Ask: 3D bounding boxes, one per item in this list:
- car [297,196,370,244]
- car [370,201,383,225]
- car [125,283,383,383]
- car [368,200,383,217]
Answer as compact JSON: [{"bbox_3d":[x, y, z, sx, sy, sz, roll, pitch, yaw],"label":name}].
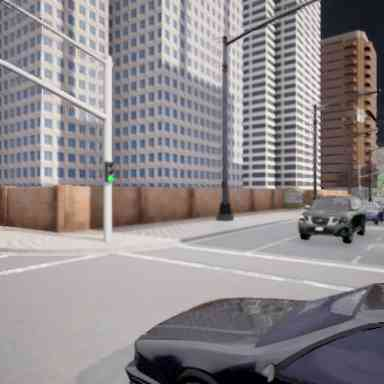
[{"bbox_3d":[7.051,1.221,16.458,2.150,2.045,5.566,0,0,36],"label":"car"},{"bbox_3d":[12.796,1.525,24.353,1.812,1.442,4.674,0,0,36],"label":"car"},{"bbox_3d":[1.929,1.547,2.616,5.357,1.411,2.033,0,0,36],"label":"car"},{"bbox_3d":[18.906,1.547,32.756,2.033,1.411,5.357,0,0,36],"label":"car"}]
